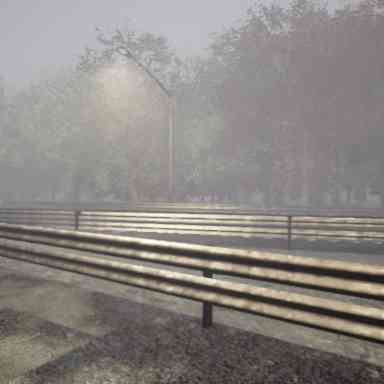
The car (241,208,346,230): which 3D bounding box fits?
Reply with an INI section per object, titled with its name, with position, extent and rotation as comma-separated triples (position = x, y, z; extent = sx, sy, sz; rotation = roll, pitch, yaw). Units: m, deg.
[car]
position = 5.358, 1.600, 18.057
extent = 5.357, 1.411, 2.033
rotation = 0, 0, 19
